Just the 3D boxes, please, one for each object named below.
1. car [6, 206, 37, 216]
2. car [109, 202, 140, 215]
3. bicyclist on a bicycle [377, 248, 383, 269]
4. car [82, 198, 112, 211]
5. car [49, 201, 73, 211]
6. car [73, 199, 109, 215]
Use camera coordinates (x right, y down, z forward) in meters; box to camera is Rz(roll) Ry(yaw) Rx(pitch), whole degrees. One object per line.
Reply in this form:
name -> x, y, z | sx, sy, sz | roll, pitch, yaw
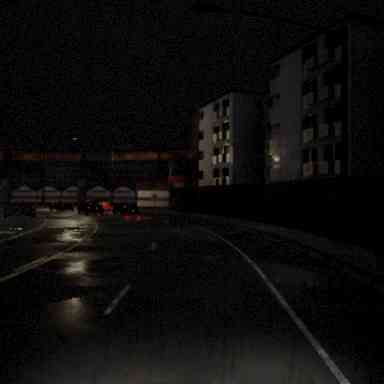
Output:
car -> -12.934, 1.314, 25.337 | 1.994, 1.385, 4.181 | 1, -1, -20
car -> -7.513, 1.814, 37.828 | 1.812, 1.442, 4.674 | 1, -1, -30
bicyclist on a bicycle -> 6.017, 1.419, 9.317 | 1.656, 1.620, 0.582 | 1, 0, 1
car -> -13.120, 1.675, 45.683 | 2.097, 1.767, 4.553 | 1, -1, -44
car -> -17.897, 1.857, 45.392 | 4.181, 1.385, 1.994 | 0, -1, 43
car -> -11.542, 1.812, 37.816 | 2.033, 1.411, 5.357 | 1, -1, -33
